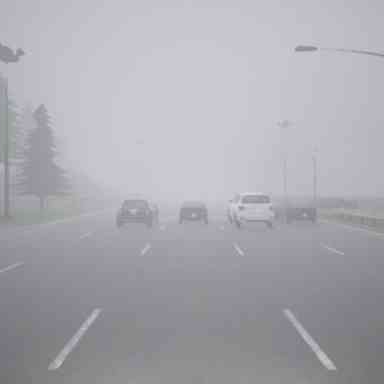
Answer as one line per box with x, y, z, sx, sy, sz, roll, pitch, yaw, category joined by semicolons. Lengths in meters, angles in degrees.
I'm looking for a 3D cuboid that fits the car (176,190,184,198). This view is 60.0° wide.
-3.503;0.525;94.718;2.150;2.045;5.566;0;0;0;car

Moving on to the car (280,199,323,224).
7.100;1.309;23.384;1.882;1.535;5.008;0;0;0;car

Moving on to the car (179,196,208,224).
0.099;1.309;23.392;1.882;1.535;5.008;0;0;0;car

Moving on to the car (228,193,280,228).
3.600;1.070;21.026;2.150;2.045;5.566;0;0;0;car

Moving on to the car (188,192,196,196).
-0.003;0.778;94.690;1.882;1.535;5.008;0;0;0;car

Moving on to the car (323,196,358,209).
15.093;1.220;35.747;1.882;1.535;5.008;0;1;-43;car

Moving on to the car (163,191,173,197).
-7.003;0.823;95.246;1.812;1.442;4.674;0;0;0;car

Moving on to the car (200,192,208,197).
3.497;0.653;95.171;2.097;1.767;4.553;0;0;0;car

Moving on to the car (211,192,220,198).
6.997;0.851;94.691;2.033;1.411;5.357;0;0;0;car

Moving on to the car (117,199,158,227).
-3.399;1.197;21.500;2.097;1.767;4.553;0;0;0;car
